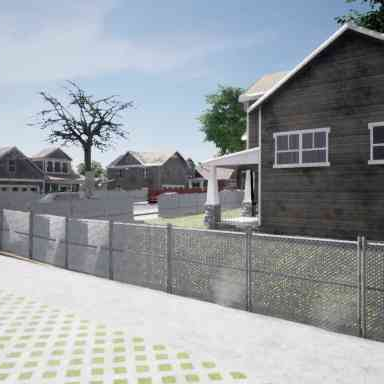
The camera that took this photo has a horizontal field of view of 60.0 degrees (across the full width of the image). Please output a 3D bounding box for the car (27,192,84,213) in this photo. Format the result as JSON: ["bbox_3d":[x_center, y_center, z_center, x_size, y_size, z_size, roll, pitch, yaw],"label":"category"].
[{"bbox_3d":[-10.612,0.851,25.814,2.097,1.767,4.553,0,2,35],"label":"car"}]

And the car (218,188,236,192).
[{"bbox_3d":[4.967,0.240,47.797,1.882,1.535,5.008,0,2,36],"label":"car"}]

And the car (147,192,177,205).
[{"bbox_3d":[-2.841,0.730,36.824,1.895,1.301,4.718,0,2,35],"label":"car"}]
